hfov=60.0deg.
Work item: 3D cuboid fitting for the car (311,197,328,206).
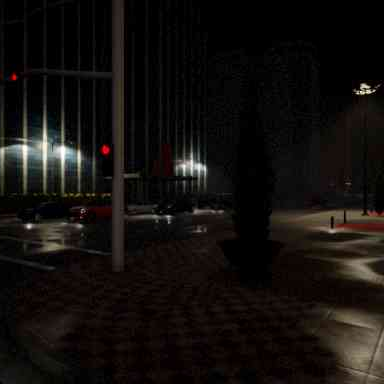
[{"bbox_3d":[20.488,1.505,53.430,1.837,1.490,4.892,0,0,35],"label":"car"}]

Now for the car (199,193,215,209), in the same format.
[{"bbox_3d":[1.245,1.219,44.493,2.150,2.045,5.566,0,0,35],"label":"car"}]

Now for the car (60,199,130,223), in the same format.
[{"bbox_3d":[-7.420,1.352,25.965,2.097,1.767,4.553,0,0,35],"label":"car"}]

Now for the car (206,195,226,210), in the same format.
[{"bbox_3d":[4.352,1.492,42.830,2.128,1.511,4.902,0,0,35],"label":"car"}]

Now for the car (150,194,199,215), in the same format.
[{"bbox_3d":[-1.731,1.352,34.126,2.097,1.767,4.553,0,0,35],"label":"car"}]

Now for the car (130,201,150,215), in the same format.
[{"bbox_3d":[-5.593,1.601,34.712,1.895,1.301,4.718,0,0,35],"label":"car"}]

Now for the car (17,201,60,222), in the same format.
[{"bbox_3d":[-11.255,1.478,26.586,1.882,1.535,5.008,0,0,35],"label":"car"}]
